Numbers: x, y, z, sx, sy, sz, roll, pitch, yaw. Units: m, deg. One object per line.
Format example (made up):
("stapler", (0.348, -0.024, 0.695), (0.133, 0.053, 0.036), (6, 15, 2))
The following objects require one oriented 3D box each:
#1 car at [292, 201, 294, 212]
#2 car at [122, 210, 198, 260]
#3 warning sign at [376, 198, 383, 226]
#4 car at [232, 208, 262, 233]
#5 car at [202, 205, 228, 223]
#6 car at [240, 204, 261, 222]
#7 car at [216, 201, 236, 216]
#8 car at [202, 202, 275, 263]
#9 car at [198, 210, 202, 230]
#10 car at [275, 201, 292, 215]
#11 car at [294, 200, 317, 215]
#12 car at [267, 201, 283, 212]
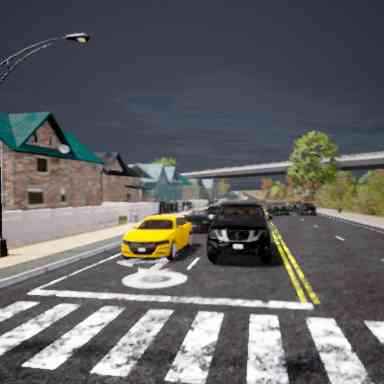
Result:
("car", (16.069, 2.073, 51.113), (2.097, 1.767, 4.553), (-1, -1, 11))
("car", (-1.235, 1.722, 13.769), (1.882, 1.535, 5.008), (-1, -1, 11))
("warning sign", (13.457, 1.373, 22.652), (1.300, 1.860, 1.060), (1, 1, 11))
("car", (3.864, 1.875, 22.930), (1.812, 1.442, 4.674), (-1, -1, 11))
("car", (2.240, 2.033, 31.478), (1.812, 1.442, 4.674), (-1, -1, 11))
("car", (5.837, 2.003, 32.873), (1.837, 1.490, 4.892), (-1, -1, 11))
("car", (4.335, 2.022, 42.129), (2.097, 1.767, 4.553), (-1, -1, 11))
("car", (1.992, 1.429, 13.353), (2.150, 2.045, 5.566), (-1, -1, 11))
("car", (0.490, 1.939, 22.589), (1.994, 1.385, 4.181), (-1, -1, 11))
("car", (10.946, 1.957, 41.805), (2.097, 1.767, 4.553), (-1, -1, 11))
("car", (14.083, 2.065, 40.902), (1.837, 1.490, 4.892), (-1, -1, 11))
("car", (12.886, 2.253, 51.761), (2.128, 1.511, 4.902), (-1, -1, 11))
